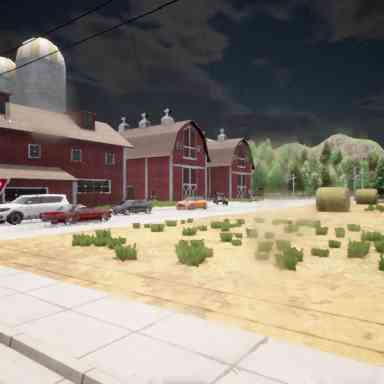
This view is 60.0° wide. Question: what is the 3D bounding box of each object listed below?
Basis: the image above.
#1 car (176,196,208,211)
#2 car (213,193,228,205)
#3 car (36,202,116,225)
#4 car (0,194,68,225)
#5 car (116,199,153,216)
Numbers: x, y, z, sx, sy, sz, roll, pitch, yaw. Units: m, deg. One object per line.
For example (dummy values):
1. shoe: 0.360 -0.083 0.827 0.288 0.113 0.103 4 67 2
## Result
1. car: -0.010 1.329 40.861 2.097 1.767 4.553 0 0 35
2. car: 4.745 1.122 54.882 1.905 1.878 3.866 6 1 -8
3. car: -7.841 1.577 23.019 1.895 1.301 4.718 0 0 34
4. car: -11.613 1.198 24.205 2.150 2.045 5.566 0 0 35
5. car: -5.899 1.482 32.416 1.837 1.490 4.892 0 0 35
